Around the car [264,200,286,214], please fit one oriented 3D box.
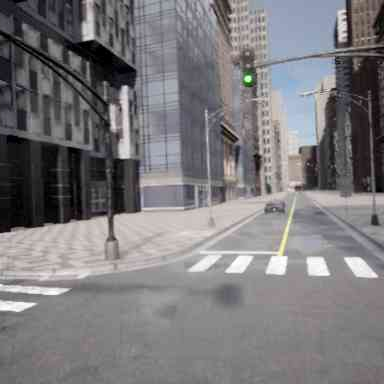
[{"bbox_3d":[8.361,1.459,33.294,1.994,1.385,4.181,-2,0,18],"label":"car"}]
